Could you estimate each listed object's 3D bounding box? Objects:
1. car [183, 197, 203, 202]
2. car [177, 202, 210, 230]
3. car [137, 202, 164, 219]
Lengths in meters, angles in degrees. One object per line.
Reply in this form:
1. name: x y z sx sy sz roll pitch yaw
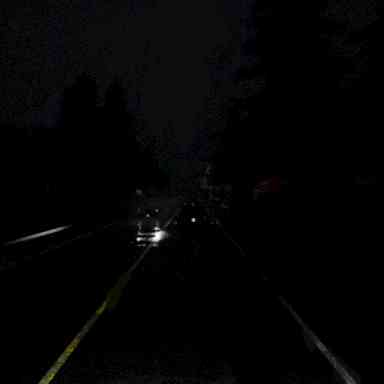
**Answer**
1. car: 0.103 1.332 35.979 2.097 1.767 4.553 0 0 0
2. car: 0.098 1.553 20.849 1.994 1.385 4.181 0 0 0
3. car: -3.541 1.585 29.033 1.895 1.301 4.718 0 0 0
